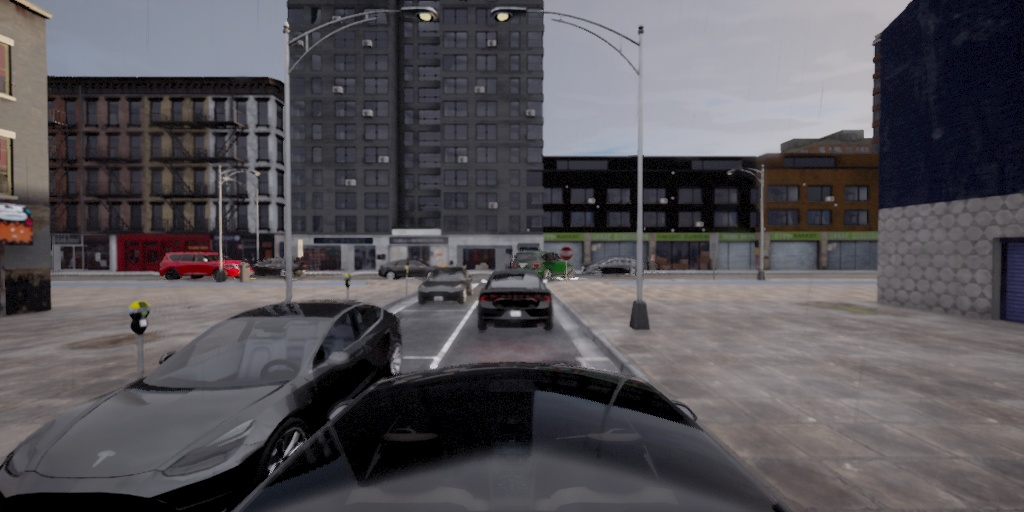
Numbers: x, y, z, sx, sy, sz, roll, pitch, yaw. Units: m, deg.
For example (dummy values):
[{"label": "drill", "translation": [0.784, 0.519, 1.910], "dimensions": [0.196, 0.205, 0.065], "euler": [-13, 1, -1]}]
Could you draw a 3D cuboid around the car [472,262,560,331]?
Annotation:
[{"label": "car", "translation": [0.078, 1.119, 10.573], "dimensions": [1.882, 1.535, 5.008], "euler": [0, 1, 0]}]

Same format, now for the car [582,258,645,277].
[{"label": "car", "translation": [8.100, 0.883, 28.776], "dimensions": [4.902, 1.511, 2.128], "euler": [0, 1, 0]}]

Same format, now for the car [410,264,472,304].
[{"label": "car", "translation": [-2.668, 1.151, 15.214], "dimensions": [1.948, 1.339, 4.313], "euler": [0, 0, 0]}]

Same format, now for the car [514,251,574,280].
[{"label": "car", "translation": [2.184, 0.695, 24.177], "dimensions": [2.150, 2.045, 5.566], "euler": [-1, 0, 34]}]

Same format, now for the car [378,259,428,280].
[{"label": "car", "translation": [-7.027, 0.976, 25.797], "dimensions": [4.892, 1.490, 1.837], "euler": [0, 1, 0]}]

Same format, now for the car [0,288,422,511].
[{"label": "car", "translation": [-2.643, 1.284, 4.311], "dimensions": [1.948, 1.339, 4.313], "euler": [0, 0, 0]}]

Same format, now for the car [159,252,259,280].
[{"label": "car", "translation": [-21.913, 0.736, 25.762], "dimensions": [5.566, 2.045, 2.150], "euler": [0, 1, 0]}]

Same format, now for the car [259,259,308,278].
[{"label": "car", "translation": [-19.064, 0.966, 28.723], "dimensions": [4.892, 1.490, 1.837], "euler": [0, 1, 0]}]
